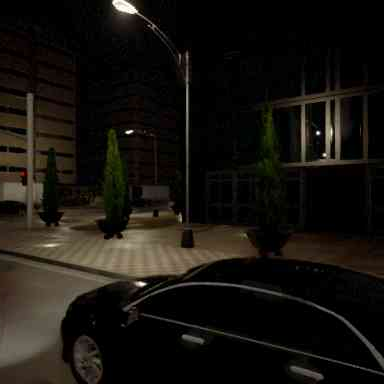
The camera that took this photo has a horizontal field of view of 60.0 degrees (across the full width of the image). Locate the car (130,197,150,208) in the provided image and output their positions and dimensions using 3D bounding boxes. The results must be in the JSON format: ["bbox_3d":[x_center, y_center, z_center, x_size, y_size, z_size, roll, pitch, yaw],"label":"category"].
[{"bbox_3d":[-8.042,1.532,46.523,1.882,1.535,5.008,0,0,35],"label":"car"}]

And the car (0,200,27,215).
[{"bbox_3d":[-18.342,1.560,31.938,1.837,1.490,4.892,0,0,35],"label":"car"}]

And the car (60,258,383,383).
[{"bbox_3d":[0.552,1.506,3.599,4.892,1.490,1.837,0,0,36],"label":"car"}]
